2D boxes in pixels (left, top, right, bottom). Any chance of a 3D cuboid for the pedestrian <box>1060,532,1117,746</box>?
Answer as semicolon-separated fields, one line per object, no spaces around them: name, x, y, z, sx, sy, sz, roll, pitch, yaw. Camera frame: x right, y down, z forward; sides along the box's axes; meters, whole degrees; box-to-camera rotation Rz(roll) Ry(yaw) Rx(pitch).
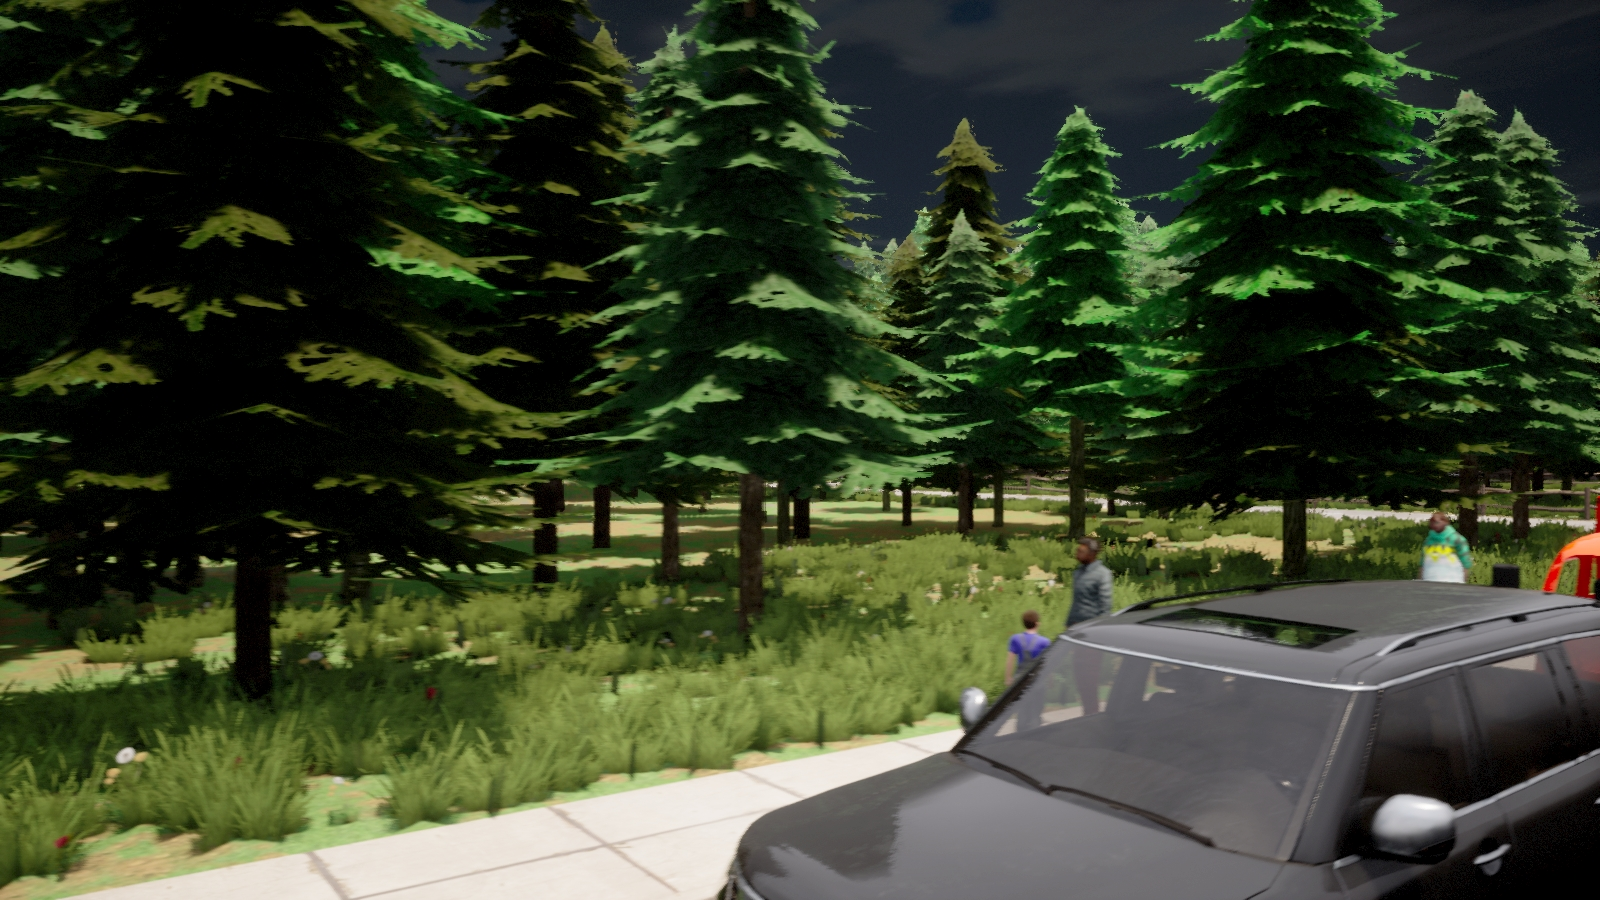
pedestrian;2.615;1.693;10.366;0.375;1.860;0.375;0;0;-13

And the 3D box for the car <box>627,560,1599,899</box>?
car;2.187;1.778;5.393;5.566;2.045;2.150;0;0;-35

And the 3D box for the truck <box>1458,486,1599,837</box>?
truck;8.111;1.566;9.495;5.204;2.467;2.627;0;0;-35

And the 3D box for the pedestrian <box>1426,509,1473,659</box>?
pedestrian;8.284;1.691;14.581;0.375;1.860;0.375;0;0;-26

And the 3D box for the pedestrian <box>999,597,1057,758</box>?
pedestrian;1.998;1.972;10.003;0.375;1.300;0.375;0;0;35
